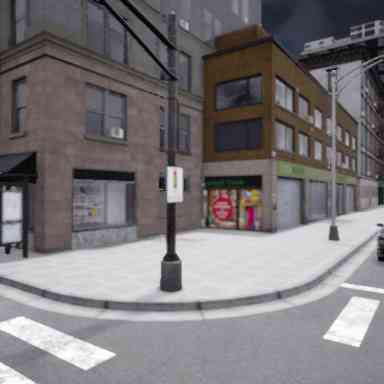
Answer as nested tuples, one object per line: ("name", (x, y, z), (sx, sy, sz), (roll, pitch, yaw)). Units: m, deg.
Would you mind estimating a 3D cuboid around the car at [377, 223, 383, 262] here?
("car", (7.720, 1.483, 11.641), (1.882, 1.535, 5.008), (0, 0, 34))
